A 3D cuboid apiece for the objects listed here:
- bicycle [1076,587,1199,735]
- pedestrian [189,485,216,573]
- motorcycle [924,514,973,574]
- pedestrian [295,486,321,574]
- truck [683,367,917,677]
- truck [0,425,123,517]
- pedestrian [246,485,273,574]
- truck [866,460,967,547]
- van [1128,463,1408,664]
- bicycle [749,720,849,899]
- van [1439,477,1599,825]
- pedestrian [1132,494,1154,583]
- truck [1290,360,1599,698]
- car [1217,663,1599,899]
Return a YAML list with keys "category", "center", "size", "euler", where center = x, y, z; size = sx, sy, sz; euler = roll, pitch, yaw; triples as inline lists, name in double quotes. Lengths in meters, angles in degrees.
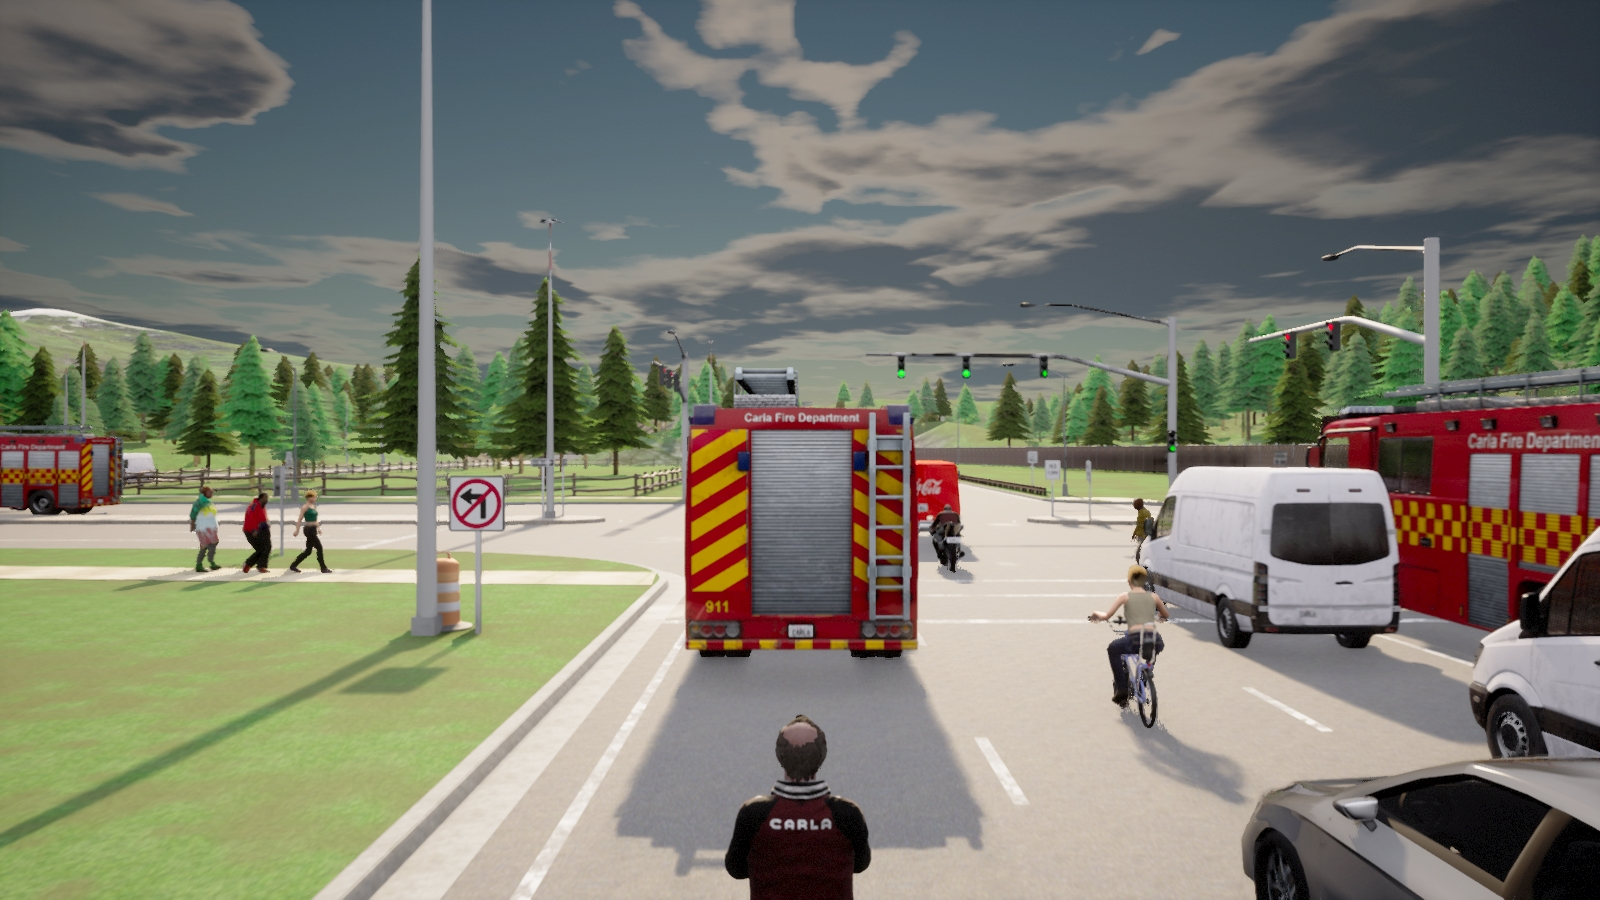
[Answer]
- category: "bicycle"
  center: [3.495, 2.156, 11.956]
  size: [0.859, 1.277, 1.487]
  euler: [0, 0, 0]
- category: "pedestrian"
  center: [-12.852, 1.694, 24.567]
  size: [0.375, 1.860, 0.375]
  euler: [0, 0, 6]
- category: "motorcycle"
  center: [3.517, 2.202, 27.196]
  size: [0.867, 1.251, 2.209]
  euler: [0, 0, 0]
- category: "pedestrian"
  center: [-10.457, 1.693, 24.281]
  size: [0.375, 1.860, 0.375]
  euler: [0, 0, 5]
- category: "truck"
  center: [0.006, 0.888, 18.365]
  size: [2.891, 3.827, 8.468]
  euler: [0, 0, 0]
- category: "truck"
  center: [-34.147, 0.885, 49.048]
  size: [8.468, 3.827, 2.891]
  euler: [0, 0, 1]
- category: "pedestrian"
  center: [-11.534, 1.693, 24.374]
  size: [0.375, 1.860, 0.375]
  euler: [0, 0, 8]
- category: "truck"
  center: [3.521, 1.563, 35.613]
  size: [2.627, 2.467, 5.204]
  euler: [0, 0, 0]
- category: "van"
  center: [7.007, 1.533, 17.989]
  size: [1.988, 2.561, 5.915]
  euler: [0, 0, 0]
- category: "bicycle"
  center: [-0.002, 2.059, 4.670]
  size: [0.329, 1.471, 1.835]
  euler: [0, 0, 0]
- category: "van"
  center: [7.001, 1.533, 7.777]
  size: [1.988, 2.561, 5.915]
  euler: [0, 0, 0]
- category: "pedestrian"
  center: [7.349, 1.891, 24.473]
  size: [0.375, 1.860, 0.375]
  euler: [0, 0, 3]
- category: "truck"
  center: [10.505, 0.889, 16.902]
  size: [2.891, 3.827, 8.468]
  euler: [0, 0, 0]
- category: "car"
  center: [3.505, 2.065, 5.023]
  size: [1.816, 1.474, 4.193]
  euler: [0, 0, 0]
